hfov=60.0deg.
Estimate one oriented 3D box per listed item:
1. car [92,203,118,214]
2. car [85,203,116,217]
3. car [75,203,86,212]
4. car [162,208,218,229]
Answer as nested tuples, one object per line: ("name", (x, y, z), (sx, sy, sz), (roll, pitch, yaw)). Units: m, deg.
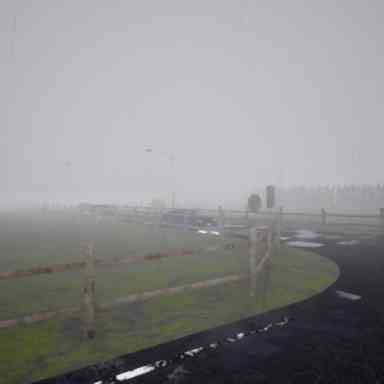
("car", (-12.727, 2.419, 48.350), (2.033, 1.411, 5.357), (0, -1, -34))
("car", (-11.169, 2.245, 40.962), (1.837, 1.490, 4.892), (0, -1, -34))
("car", (-18.344, 2.544, 56.484), (1.882, 1.535, 5.008), (0, -1, -34))
("car", (-0.328, 1.922, 25.075), (2.033, 1.411, 5.357), (0, -1, -34))
